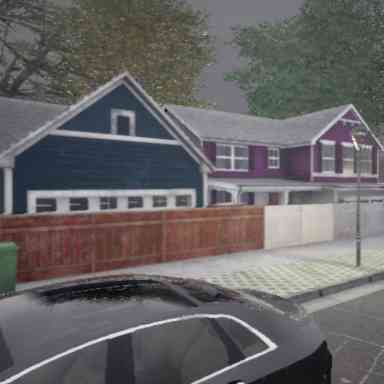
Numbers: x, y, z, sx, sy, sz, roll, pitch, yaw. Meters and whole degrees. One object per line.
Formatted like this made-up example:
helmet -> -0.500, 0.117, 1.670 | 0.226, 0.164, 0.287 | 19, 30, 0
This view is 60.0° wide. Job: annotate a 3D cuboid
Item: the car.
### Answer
car -> -0.996, 1.500, 2.300 | 4.892, 1.490, 1.837 | 0, 0, -35
